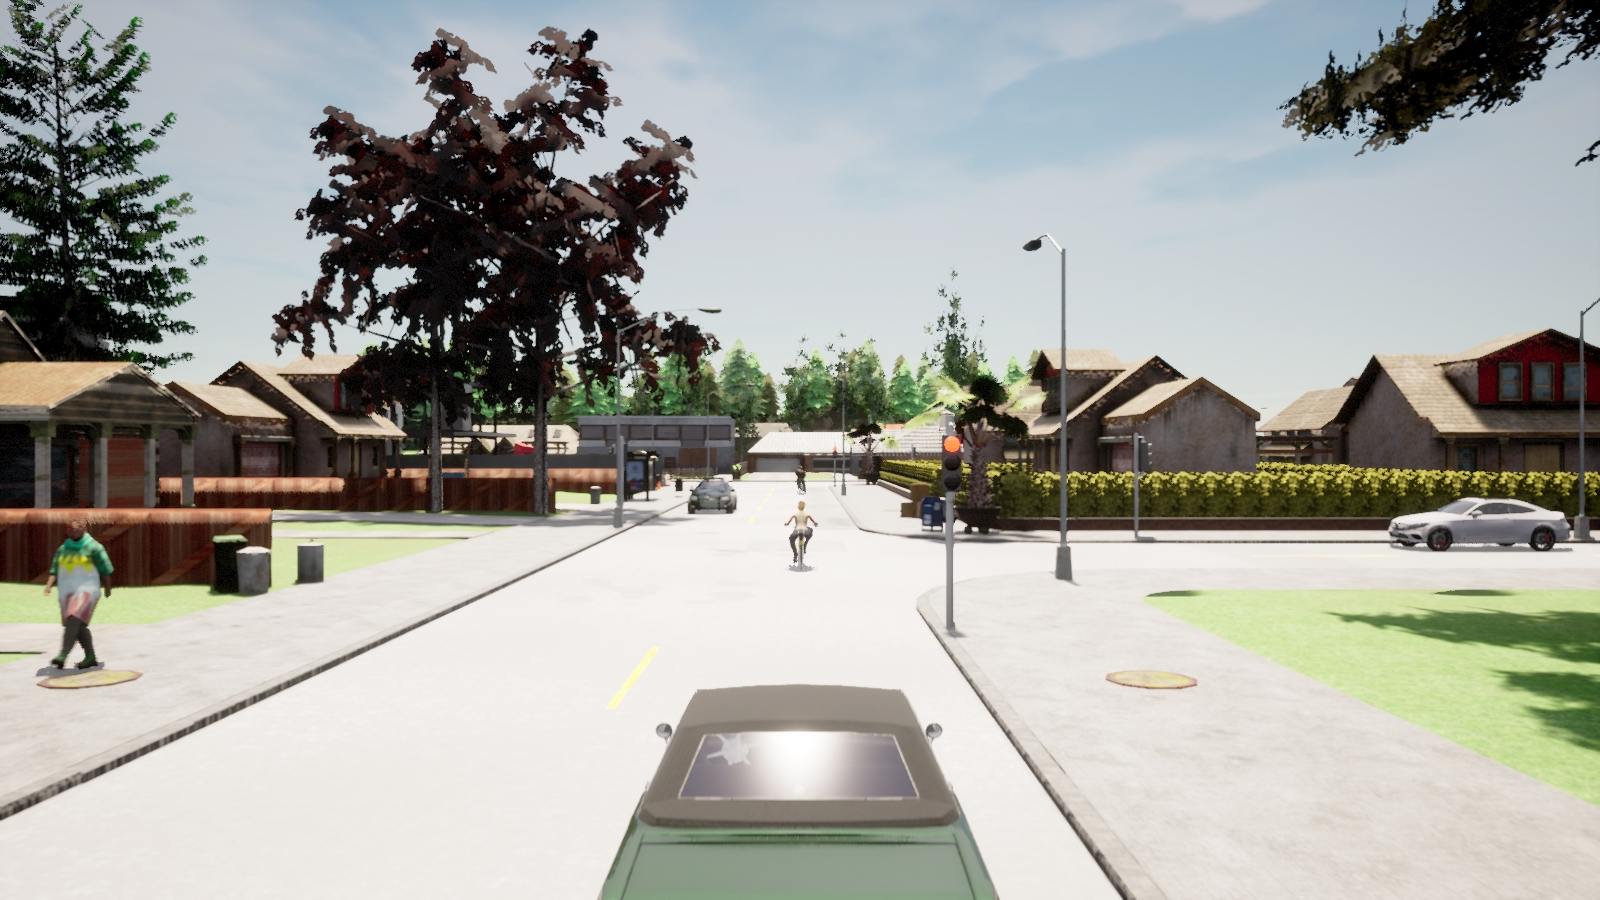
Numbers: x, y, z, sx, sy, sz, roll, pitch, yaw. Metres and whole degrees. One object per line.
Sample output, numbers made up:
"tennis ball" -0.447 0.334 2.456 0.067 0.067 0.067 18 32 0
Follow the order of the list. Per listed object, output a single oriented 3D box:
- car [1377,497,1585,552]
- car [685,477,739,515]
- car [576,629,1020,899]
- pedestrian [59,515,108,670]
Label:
"car" 19.177 2.081 32.328 4.674 1.442 2.002 0 0 0
"car" -3.925 2.037 51.669 2.038 1.542 4.974 0 0 0
"car" -0.005 2.155 7.239 1.895 1.301 4.718 0 0 0
"pedestrian" -8.802 1.743 14.043 0.375 1.860 0.375 0 0 1
